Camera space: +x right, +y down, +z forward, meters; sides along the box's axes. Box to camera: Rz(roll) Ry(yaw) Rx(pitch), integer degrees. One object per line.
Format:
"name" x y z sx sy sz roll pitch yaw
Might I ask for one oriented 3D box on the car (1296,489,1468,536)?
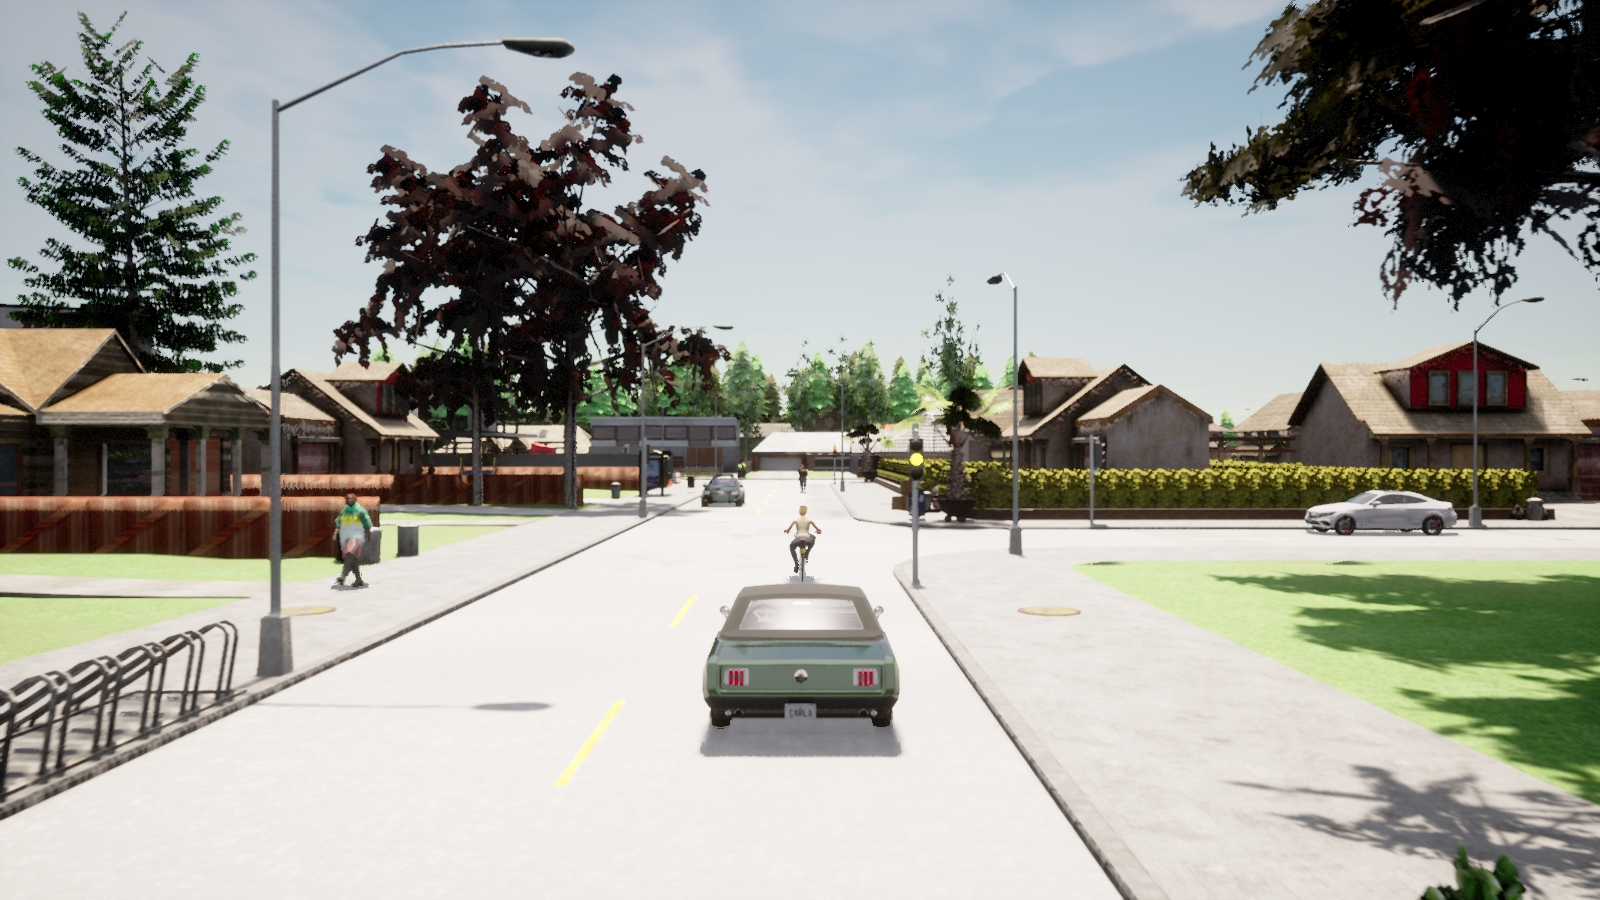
"car" 19.246 2.066 37.929 4.674 1.442 2.002 0 0 0

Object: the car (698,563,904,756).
"car" 0.018 2.149 12.827 1.895 1.301 4.718 0 0 0

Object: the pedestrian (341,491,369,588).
"pedestrian" -8.686 1.733 22.304 0.375 1.860 0.375 0 0 10

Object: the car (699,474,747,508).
"car" -3.821 2.014 57.312 2.038 1.542 4.974 0 0 0
